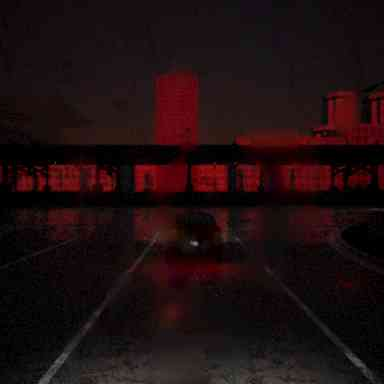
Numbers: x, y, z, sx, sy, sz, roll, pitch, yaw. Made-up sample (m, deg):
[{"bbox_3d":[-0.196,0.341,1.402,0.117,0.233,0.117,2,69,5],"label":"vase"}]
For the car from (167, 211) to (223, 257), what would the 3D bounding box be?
[{"bbox_3d":[0.093,1.492,12.965,1.882,1.535,5.008,0,0,0],"label":"car"}]
